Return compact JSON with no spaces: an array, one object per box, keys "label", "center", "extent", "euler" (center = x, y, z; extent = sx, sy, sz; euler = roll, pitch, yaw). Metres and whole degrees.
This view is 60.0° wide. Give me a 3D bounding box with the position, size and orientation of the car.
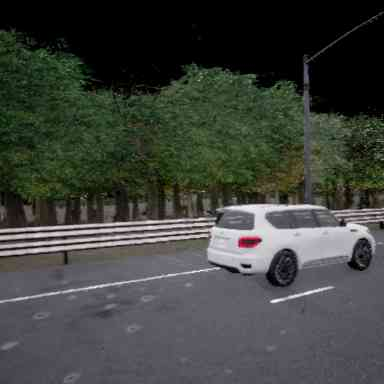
[{"label":"car","center":[3.058,1.372,9.965],"extent":[5.566,2.045,2.150],"euler":[-1,-1,-31]}]
